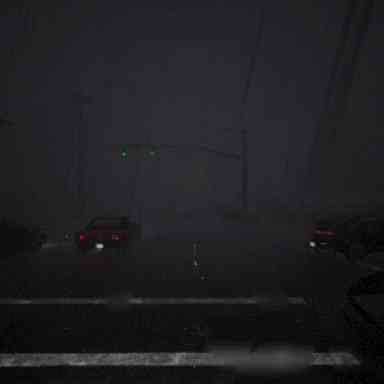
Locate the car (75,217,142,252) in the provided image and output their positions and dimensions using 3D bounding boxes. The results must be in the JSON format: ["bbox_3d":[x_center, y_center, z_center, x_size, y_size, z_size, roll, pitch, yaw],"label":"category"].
[{"bbox_3d":[-3.399,1.713,14.483,1.895,1.301,4.718,0,0,0],"label":"car"}]

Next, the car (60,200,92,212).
[{"bbox_3d":[-15.067,1.841,43.627,1.837,1.490,4.892,0,0,0],"label":"car"}]

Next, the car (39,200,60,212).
[{"bbox_3d":[-18.553,1.867,44.215,1.812,1.442,4.674,0,0,0],"label":"car"}]

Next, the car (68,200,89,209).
[{"bbox_3d":[-18.498,2.021,54.509,1.895,1.301,4.718,0,0,0],"label":"car"}]

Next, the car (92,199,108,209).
[{"bbox_3d":[-14.998,1.907,53.928,2.128,1.511,4.902,0,0,0],"label":"car"}]

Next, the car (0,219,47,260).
[{"bbox_3d":[-6.900,1.635,11.281,2.033,1.411,5.357,0,0,0],"label":"car"}]

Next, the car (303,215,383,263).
[{"bbox_3d":[6.468,1.586,12.186,4.902,1.511,2.128,0,-1,-18],"label":"car"}]
